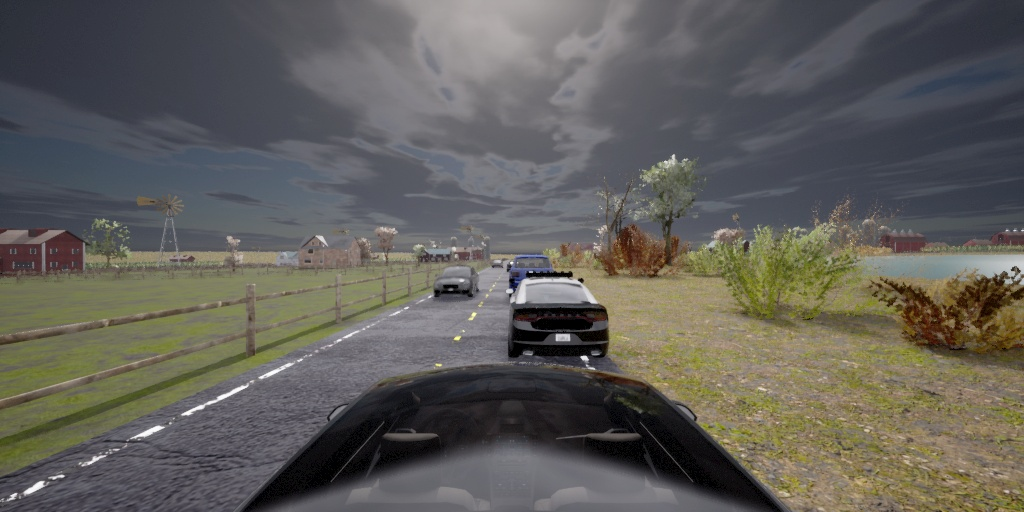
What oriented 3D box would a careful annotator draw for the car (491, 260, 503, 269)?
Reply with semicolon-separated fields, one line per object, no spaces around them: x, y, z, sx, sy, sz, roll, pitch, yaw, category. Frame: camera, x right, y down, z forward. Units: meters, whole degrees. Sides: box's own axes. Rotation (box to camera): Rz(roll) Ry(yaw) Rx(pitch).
-2.365;1.337;58.261;2.033;1.411;5.357;0;0;0;car

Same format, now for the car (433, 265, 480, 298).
-2.735;1.255;18.488;1.837;1.490;4.892;0;0;0;car

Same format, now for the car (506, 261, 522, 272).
0.333;1.334;46.315;1.994;1.385;4.181;0;0;2;car

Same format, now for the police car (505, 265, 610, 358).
0.876;1.174;8.638;1.930;1.638;5.238;0;0;0;police car

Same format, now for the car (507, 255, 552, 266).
0.943;0.974;18.557;2.150;2.045;5.566;0;0;0;car
